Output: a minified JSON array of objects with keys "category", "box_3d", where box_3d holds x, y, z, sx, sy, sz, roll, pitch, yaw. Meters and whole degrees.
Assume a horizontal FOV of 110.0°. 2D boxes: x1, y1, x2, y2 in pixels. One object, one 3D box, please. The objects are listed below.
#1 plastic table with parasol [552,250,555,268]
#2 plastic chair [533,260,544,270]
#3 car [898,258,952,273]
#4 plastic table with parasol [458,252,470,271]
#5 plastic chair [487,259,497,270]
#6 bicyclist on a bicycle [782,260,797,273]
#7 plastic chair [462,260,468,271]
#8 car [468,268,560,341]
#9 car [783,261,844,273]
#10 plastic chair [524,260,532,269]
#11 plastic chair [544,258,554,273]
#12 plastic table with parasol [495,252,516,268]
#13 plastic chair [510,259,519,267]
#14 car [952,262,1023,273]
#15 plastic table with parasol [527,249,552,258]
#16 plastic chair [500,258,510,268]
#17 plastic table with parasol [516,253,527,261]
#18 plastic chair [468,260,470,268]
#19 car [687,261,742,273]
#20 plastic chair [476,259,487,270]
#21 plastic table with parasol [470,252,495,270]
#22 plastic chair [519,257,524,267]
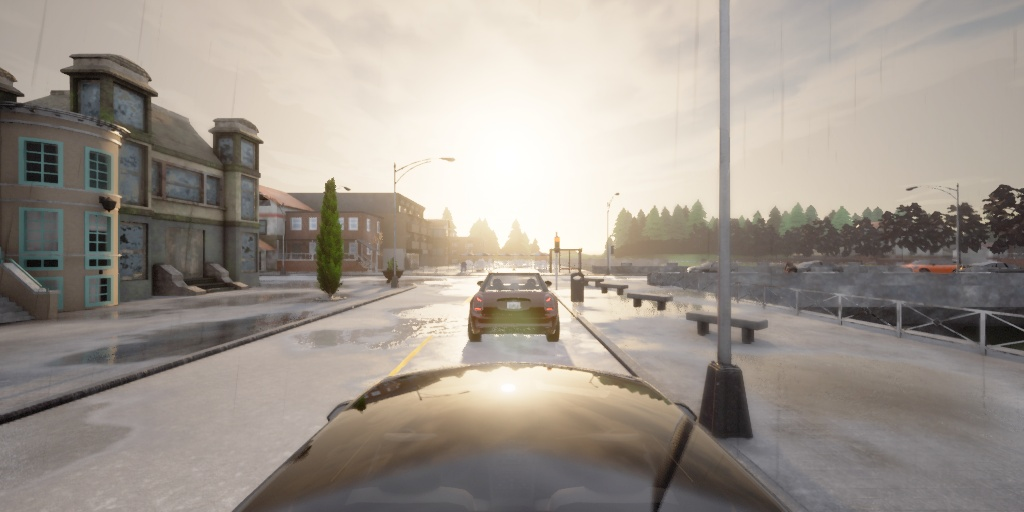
[{"category":"plastic table with parasol","box_3d":[5.174,0.675,57.819,2.482,2.480,2.482,0,0,0]},{"category":"plastic chair","box_3d":[3.592,1.279,47.924,0.750,1.272,0.730,0,0,0]},{"category":"car","box_3d":[39.287,1.101,33.990,4.553,1.767,2.097,0,0,0]},{"category":"plastic table with parasol","box_3d":[-6.950,0.675,56.569,2.482,2.480,2.482,0,0,0]},{"category":"plastic chair","box_3d":[-2.802,1.279,49.846,0.730,1.272,0.750,0,0,0]},{"category":"bicyclist on a bicycle","box_3d":[19.889,1.099,25.676,0.582,1.620,1.656,0,0,0]},{"category":"plastic chair","box_3d":[-6.880,1.279,55.391,0.750,1.272,0.730,0,0,0]},{"category":"car","box_3d":[0.065,1.102,9.995,2.097,1.767,4.553,0,0,1]},{"category":"car","box_3d":[28.531,1.253,34.043,4.892,1.490,1.837,0,0,0]},{"category":"plastic chair","box_3d":[2.396,1.279,49.228,0.730,1.272,0.750,0,0,0]},{"category":"plastic chair","box_3d":[4.995,1.279,49.020,0.730,1.272,0.750,0,0,0]},{"category":"plastic table with parasol","box_3d":[-1.029,0.675,56.940,2.482,2.480,2.482,0,0,0]},{"category":"plastic chair","box_3d":[0.321,1.279,56.835,0.730,1.272,0.750,0,0,0]},{"category":"car","box_3d":[40.464,1.255,29.898,4.892,1.490,1.837,0,0,1]},{"category":"plastic table with parasol","box_3d":[3.736,0.675,49.194,2.482,2.480,2.482,0,0,0]},{"category":"plastic chair","box_3d":[-1.083,1.279,55.740,0.750,1.272,0.730,0,0,0]},{"category":"plastic table with parasol","box_3d":[1.366,0.675,64.542,2.482,2.480,2.482,0,0,0]},{"category":"plastic chair","box_3d":[-5.401,1.279,50.054,0.730,1.272,0.750,0,0,0]},{"category":"car","box_3d":[19.235,1.241,34.077,4.902,1.511,2.128,0,0,0]},{"category":"plastic chair","box_3d":[-4.206,1.279,48.750,0.750,1.272,0.730,0,0,0]},{"category":"plastic table with parasol","box_3d":[-4.082,0.675,49.970,2.482,2.480,2.482,0,0,0]},{"category":"plastic chair","box_3d":[1.246,1.279,63.364,0.750,1.272,0.730,0,0,0]}]
